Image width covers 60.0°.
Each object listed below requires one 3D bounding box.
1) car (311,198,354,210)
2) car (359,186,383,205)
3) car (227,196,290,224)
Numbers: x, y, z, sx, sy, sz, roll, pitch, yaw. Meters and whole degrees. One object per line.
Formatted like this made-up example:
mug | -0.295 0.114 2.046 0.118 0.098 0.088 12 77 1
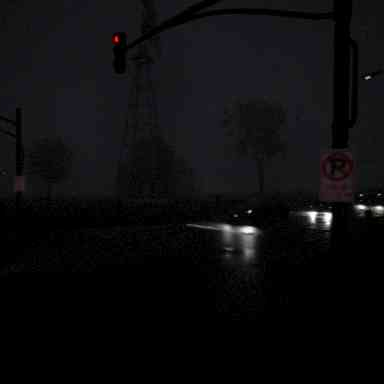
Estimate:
car | 11.222 0.764 26.572 4.181 1.385 1.994 -2 3 -43
car | 18.570 0.290 33.319 4.553 1.767 2.097 -2 3 -43
car | 4.132 0.981 20.046 4.674 1.442 1.812 -2 3 -43
